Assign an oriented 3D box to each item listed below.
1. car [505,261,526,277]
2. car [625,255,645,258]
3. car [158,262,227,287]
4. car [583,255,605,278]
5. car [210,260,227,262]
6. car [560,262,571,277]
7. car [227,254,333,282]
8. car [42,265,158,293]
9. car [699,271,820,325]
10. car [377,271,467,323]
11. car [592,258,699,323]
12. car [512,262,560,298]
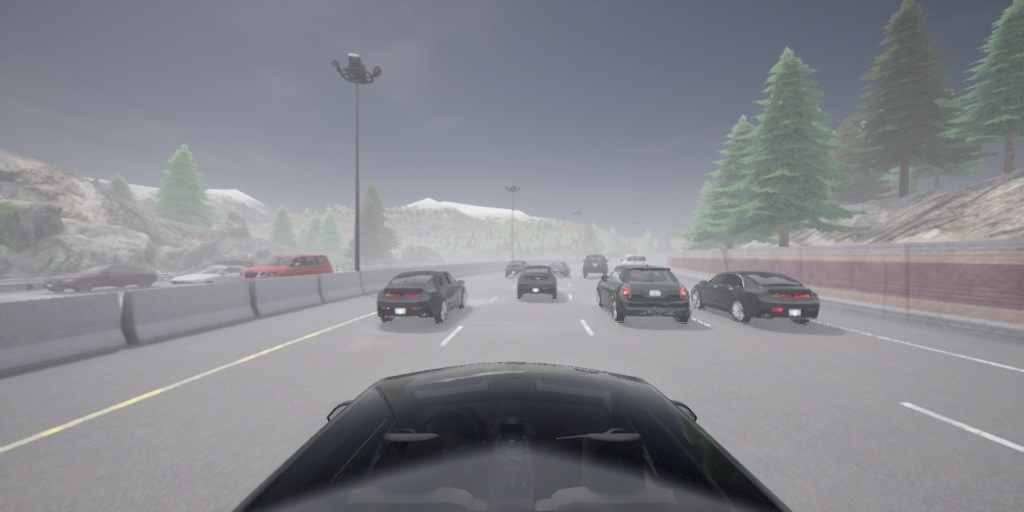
[{"bbox_3d":[0.680,1.188,33.608,1.837,1.490,4.892,0,0,13],"label":"car"},{"bbox_3d":[11.554,0.908,33.901,2.150,2.045,5.566,0,0,15],"label":"car"},{"bbox_3d":[-16.245,1.232,19.979,1.812,1.442,4.674,0,0,8],"label":"car"},{"bbox_3d":[7.813,0.907,33.404,2.150,2.045,5.566,0,0,14],"label":"car"},{"bbox_3d":[-19.221,1.049,23.772,2.097,1.767,4.553,0,0,9],"label":"car"},{"bbox_3d":[4.568,1.246,34.661,1.994,1.385,4.181,0,0,14],"label":"car"},{"bbox_3d":[-12.671,0.928,20.508,2.150,2.045,5.566,0,0,8],"label":"car"},{"bbox_3d":[-23.218,1.228,20.538,1.812,1.442,4.674,0,0,7],"label":"car"},{"bbox_3d":[7.687,1.236,11.883,1.837,1.490,4.892,0,0,5],"label":"car"},{"bbox_3d":[-2.818,1.232,12.096,1.837,1.490,4.892,0,0,5],"label":"car"},{"bbox_3d":[4.229,1.081,12.256,2.097,1.767,4.553,0,0,5],"label":"car"},{"bbox_3d":[1.345,1.221,18.096,1.837,1.490,4.892,0,0,7],"label":"car"}]
